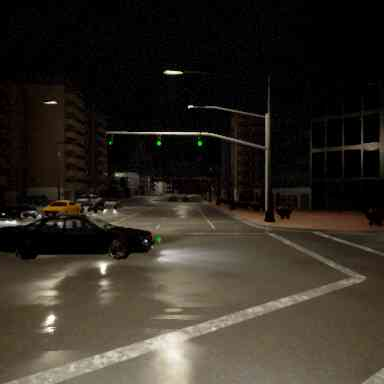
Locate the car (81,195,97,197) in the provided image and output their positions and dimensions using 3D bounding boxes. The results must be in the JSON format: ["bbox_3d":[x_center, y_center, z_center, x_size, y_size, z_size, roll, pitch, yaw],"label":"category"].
[{"bbox_3d":[-15.010,1.430,47.941,2.150,2.045,5.566,0,-1,-1],"label":"car"}]

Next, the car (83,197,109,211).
[{"bbox_3d":[-11.335,1.586,37.871,2.128,1.511,4.902,0,-1,-1],"label":"car"}]

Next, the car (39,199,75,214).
[{"bbox_3d":[-14.817,1.572,36.841,2.128,1.511,4.902,0,-1,-1],"label":"car"}]

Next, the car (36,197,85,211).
[{"bbox_3d":[-11.155,1.493,28.607,1.882,1.535,5.008,0,0,-1],"label":"car"}]

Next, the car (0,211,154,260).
[{"bbox_3d":[-4.061,1.523,11.650,5.357,1.411,2.033,0,0,-1],"label":"car"}]

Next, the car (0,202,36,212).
[{"bbox_3d":[-14.643,1.567,27.920,1.994,1.385,4.181,0,0,-1],"label":"car"}]

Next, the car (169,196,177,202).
[{"bbox_3d":[-5.310,1.909,92.689,2.097,1.767,4.553,0,1,-1],"label":"car"}]

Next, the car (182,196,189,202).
[{"bbox_3d":[-1.811,2.083,92.789,2.128,1.511,4.902,0,1,-1],"label":"car"}]

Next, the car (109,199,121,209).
[{"bbox_3d":[-11.517,1.737,48.081,1.812,1.442,4.674,0,-1,-1],"label":"car"}]
